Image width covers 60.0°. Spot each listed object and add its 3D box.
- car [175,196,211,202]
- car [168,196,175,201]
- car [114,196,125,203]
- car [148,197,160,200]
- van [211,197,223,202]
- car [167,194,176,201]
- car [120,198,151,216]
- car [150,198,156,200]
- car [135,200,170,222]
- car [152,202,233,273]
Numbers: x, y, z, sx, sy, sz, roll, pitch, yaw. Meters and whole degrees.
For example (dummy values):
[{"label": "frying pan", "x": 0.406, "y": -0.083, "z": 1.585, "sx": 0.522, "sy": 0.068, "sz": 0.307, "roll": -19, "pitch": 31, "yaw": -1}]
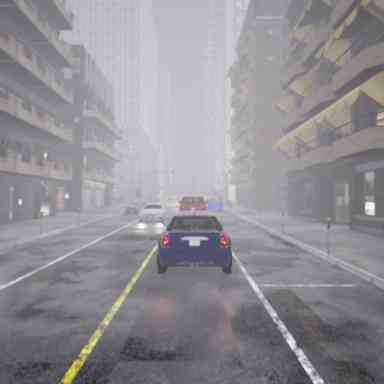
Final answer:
[{"label": "car", "x": 0.088, "y": 1.291, "z": 26.387, "sx": 2.150, "sy": 2.045, "sz": 5.566, "roll": 0, "pitch": 0, "yaw": 0}, {"label": "car", "x": -5.662, "y": 1.829, "z": 93.519, "sx": 1.802, "sy": 1.307, "sz": 4.206, "roll": 1, "pitch": 0, "yaw": 0}, {"label": "car", "x": -16.479, "y": 1.689, "z": 72.526, "sx": 4.097, "sy": 1.590, "sz": 1.967, "roll": 0, "pitch": -1, "yaw": 0}, {"label": "car", "x": -5.636, "y": 1.684, "z": 44.337, "sx": 1.947, "sy": 1.339, "sz": 4.313, "roll": 1, "pitch": 0, "yaw": 0}, {"label": "van", "x": 2.715, "y": 1.445, "z": 38.849, "sx": 1.690, "sy": 1.788, "sz": 3.998, "roll": 1, "pitch": 0, "yaw": 0}, {"label": "car", "x": -5.659, "y": 1.672, "z": 87.944, "sx": 1.967, "sy": 1.590, "sz": 4.097, "roll": 1, "pitch": 0, "yaw": 0}, {"label": "car", "x": -5.637, "y": 1.640, "z": 33.256, "sx": 2.008, "sy": 1.369, "sz": 4.403, "roll": 1, "pitch": 0, "yaw": 0}, {"label": "car", "x": -5.637, "y": 1.686, "z": 38.797, "sx": 1.802, "sy": 1.307, "sz": 4.206, "roll": 1, "pitch": 0, "yaw": 0}, {"label": "car", "x": -3.095, "y": 1.598, "z": 26.885, "sx": 1.812, "sy": 1.442, "sz": 4.674, "roll": 0, "pitch": 0, "yaw": 0}, {"label": "car", "x": 0.082, "y": 1.382, "z": 10.972, "sx": 2.097, "sy": 1.767, "sz": 4.553, "roll": 0, "pitch": 0, "yaw": 0}]
